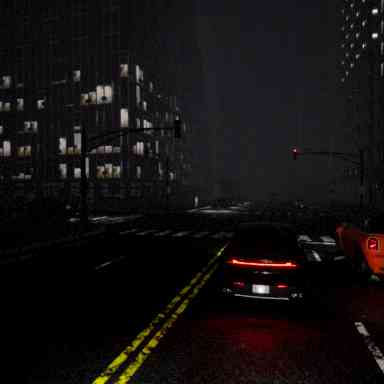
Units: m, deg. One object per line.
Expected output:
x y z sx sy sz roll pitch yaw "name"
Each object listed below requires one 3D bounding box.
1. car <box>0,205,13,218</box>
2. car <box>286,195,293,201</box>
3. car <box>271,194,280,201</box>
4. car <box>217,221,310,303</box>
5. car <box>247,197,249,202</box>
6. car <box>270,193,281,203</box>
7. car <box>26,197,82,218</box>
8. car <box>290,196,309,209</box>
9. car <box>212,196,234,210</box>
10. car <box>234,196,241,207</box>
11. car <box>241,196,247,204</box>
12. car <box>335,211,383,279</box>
-16.809 1.434 27.175 4.313 1.339 1.947 1 1 15 "car"
22.974 1.453 78.020 2.128 1.511 4.902 0 0 14 "car"
20.215 1.236 80.349 1.882 1.535 5.008 0 0 14 "car"
1.839 1.501 8.342 1.837 1.490 4.892 0 0 14 "car"
10.993 1.497 70.504 1.994 1.385 4.181 0 0 14 "car"
17.647 1.158 70.284 2.150 2.045 5.566 0 0 14 "car"
-11.808 1.216 28.622 4.553 1.767 2.097 1 1 15 "car"
14.330 1.496 43.876 1.812 1.442 4.674 0 0 15 "car"
3.843 1.501 42.864 1.812 1.442 4.674 0 0 14 "car"
6.132 1.471 51.846 1.837 1.490 4.892 0 0 14 "car"
8.455 1.482 60.844 1.812 1.442 4.674 0 0 15 "car"
5.707 1.347 9.950 2.097 1.767 4.553 0 0 14 "car"
